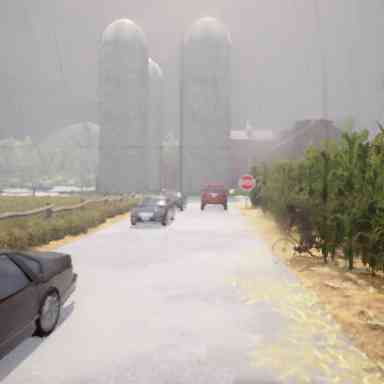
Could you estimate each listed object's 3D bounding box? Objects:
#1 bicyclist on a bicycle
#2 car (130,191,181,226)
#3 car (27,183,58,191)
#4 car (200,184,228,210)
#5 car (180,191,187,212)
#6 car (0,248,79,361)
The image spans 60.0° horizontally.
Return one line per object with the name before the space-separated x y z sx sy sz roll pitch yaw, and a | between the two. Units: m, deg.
bicyclist on a bicycle | 3.028 1.132 9.376 1.656 1.620 0.582 -7 1 4
car | -2.058 0.941 18.429 2.128 1.511 4.902 1 2 4
car | -32.378 -1.125 71.952 4.611 1.667 2.242 1 2 3
car | 1.910 0.356 28.758 2.150 2.045 5.566 1 2 4
car | -1.434 0.637 26.695 2.033 1.411 5.357 1 2 4
car | -3.059 1.424 3.620 2.033 1.411 5.357 1 2 4
